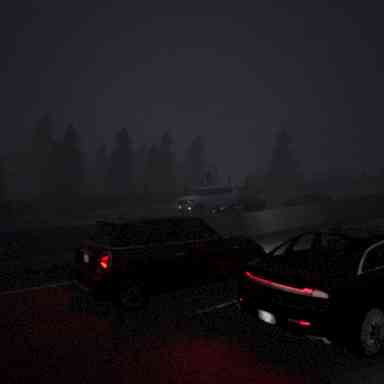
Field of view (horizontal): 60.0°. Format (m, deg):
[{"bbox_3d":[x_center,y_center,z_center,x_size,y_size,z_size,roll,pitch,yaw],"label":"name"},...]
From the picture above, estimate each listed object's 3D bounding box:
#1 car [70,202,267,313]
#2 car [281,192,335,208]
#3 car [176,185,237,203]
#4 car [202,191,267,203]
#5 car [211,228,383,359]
[{"bbox_3d":[-0.352,1.289,7.807,4.553,1.767,2.097,-1,1,-35],"label":"car"},{"bbox_3d":[7.932,0.724,22.534,4.181,1.385,1.994,-5,3,-35],"label":"car"},{"bbox_3d":[1.315,0.586,26.416,5.566,2.045,2.150,-5,3,-35],"label":"car"},{"bbox_3d":[3.336,0.892,23.557,4.674,1.442,1.812,-5,3,-35],"label":"car"},{"bbox_3d":[2.975,1.389,5.874,4.902,1.511,2.128,-2,1,-35],"label":"car"}]
